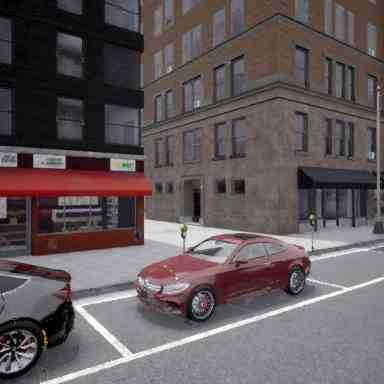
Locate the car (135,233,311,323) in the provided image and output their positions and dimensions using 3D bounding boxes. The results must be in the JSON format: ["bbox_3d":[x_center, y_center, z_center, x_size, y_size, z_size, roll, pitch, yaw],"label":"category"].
[{"bbox_3d":[0.851,1.582,7.137,4.206,1.307,1.802,0,0,-35],"label":"car"}]

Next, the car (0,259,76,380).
[{"bbox_3d":[-3.630,1.566,3.945,4.313,1.339,1.947,0,0,-35],"label":"car"}]
